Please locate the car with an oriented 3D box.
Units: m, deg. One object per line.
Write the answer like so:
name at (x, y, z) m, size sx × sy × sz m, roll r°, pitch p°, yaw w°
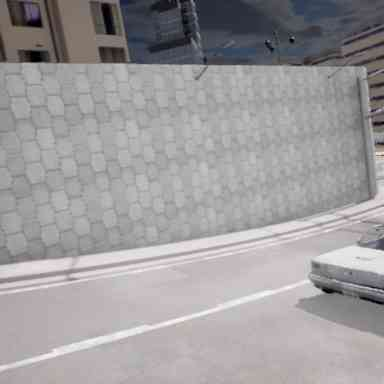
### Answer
car at (4.661, 1.437, 7.309) m, size 4.718 × 1.301 × 1.895 m, roll -4°, pitch 2°, yaw -35°
